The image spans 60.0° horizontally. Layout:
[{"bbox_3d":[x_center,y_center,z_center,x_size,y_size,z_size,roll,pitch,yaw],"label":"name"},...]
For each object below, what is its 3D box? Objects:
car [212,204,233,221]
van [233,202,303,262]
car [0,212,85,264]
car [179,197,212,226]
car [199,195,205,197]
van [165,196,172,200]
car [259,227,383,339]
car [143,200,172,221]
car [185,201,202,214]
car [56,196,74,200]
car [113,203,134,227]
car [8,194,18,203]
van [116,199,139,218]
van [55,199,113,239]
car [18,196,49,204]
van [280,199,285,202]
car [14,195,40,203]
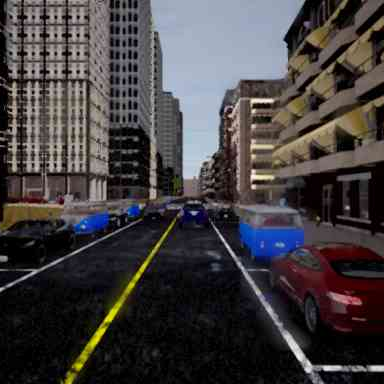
[{"bbox_3d":[2.728,1.717,29.065,2.008,1.369,4.403,0,0,0],"label":"car"},{"bbox_3d":[2.705,1.409,12.121,1.690,1.788,3.998,0,0,0],"label":"van"},{"bbox_3d":[-5.675,1.634,12.131,1.947,1.339,4.313,0,0,0],"label":"car"},{"bbox_3d":[0.130,1.493,24.489,2.097,1.767,4.553,0,0,0],"label":"car"},{"bbox_3d":[2.814,1.896,95.140,2.192,1.841,5.009,0,0,0],"label":"car"},{"bbox_3d":[-5.588,1.812,78.497,1.690,1.788,3.998,0,0,0],"label":"van"},{"bbox_3d":[2.698,1.619,6.471,1.802,1.307,4.206,0,0,0],"label":"car"},{"bbox_3d":[-3.056,1.715,29.310,2.033,1.411,5.357,0,0,0],"label":"car"},{"bbox_3d":[0.151,1.796,40.071,1.994,1.385,4.181,0,0,0],"label":"car"},{"bbox_3d":[-21.057,1.402,56.828,4.097,1.590,1.967,1,-1,0],"label":"car"},{"bbox_3d":[-5.660,1.684,23.428,2.008,1.369,4.403,0,0,0],"label":"car"},{"bbox_3d":[-32.203,1.062,56.822,5.009,1.841,2.192,1,-1,0],"label":"car"},{"bbox_3d":[-5.653,1.507,29.078,1.690,1.788,3.998,0,0,0],"label":"van"},{"bbox_3d":[-5.668,1.442,17.781,1.690,1.788,3.998,0,0,0],"label":"van"},{"bbox_3d":[-26.634,1.436,56.819,4.206,1.307,1.802,1,-1,0],"label":"car"},{"bbox_3d":[17.004,2.037,56.724,3.998,1.788,1.690,1,-1,0],"label":"van"},{"bbox_3d":[-32.277,1.366,65.195,4.206,1.307,1.802,1,-1,0],"label":"car"}]
